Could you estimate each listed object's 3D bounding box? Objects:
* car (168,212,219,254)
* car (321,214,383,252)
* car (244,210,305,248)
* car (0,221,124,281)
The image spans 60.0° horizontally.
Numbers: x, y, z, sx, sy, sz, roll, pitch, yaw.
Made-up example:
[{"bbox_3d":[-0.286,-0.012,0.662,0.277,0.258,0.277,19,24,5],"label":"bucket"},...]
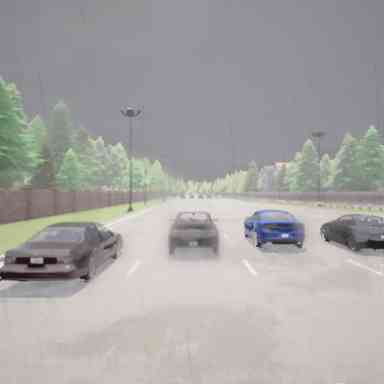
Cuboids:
[{"bbox_3d":[0.072,1.546,13.669,2.128,1.511,4.902,0,0,0],"label":"car"},{"bbox_3d":[7.076,1.619,14.125,1.994,1.385,4.181,0,0,0],"label":"car"},{"bbox_3d":[3.580,1.537,15.192,1.882,1.535,5.008,0,0,0],"label":"car"},{"bbox_3d":[-3.457,1.587,9.947,2.033,1.411,5.357,0,0,0],"label":"car"}]
